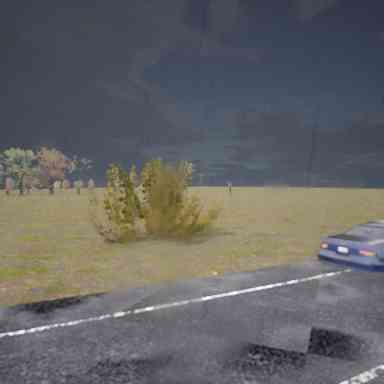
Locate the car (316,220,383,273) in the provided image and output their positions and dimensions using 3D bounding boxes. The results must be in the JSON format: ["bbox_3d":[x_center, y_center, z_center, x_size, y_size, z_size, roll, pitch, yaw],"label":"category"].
[{"bbox_3d":[6.144,1.545,9.821,5.357,1.411,2.033,0,0,-28],"label":"car"}]
